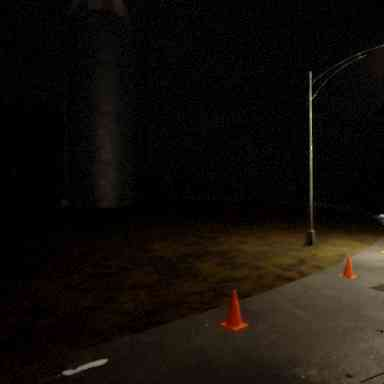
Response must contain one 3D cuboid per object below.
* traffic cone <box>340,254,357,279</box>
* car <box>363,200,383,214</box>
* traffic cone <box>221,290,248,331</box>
[{"bbox_3d":[4.206,1.977,8.944,0.340,0.580,0.340,0,0,44],"label":"traffic cone"},{"bbox_3d":[19.721,1.507,34.744,2.033,1.411,5.357,-1,0,6],"label":"car"},{"bbox_3d":[0.724,1.979,5.671,0.340,0.580,0.340,0,0,-41],"label":"traffic cone"}]
